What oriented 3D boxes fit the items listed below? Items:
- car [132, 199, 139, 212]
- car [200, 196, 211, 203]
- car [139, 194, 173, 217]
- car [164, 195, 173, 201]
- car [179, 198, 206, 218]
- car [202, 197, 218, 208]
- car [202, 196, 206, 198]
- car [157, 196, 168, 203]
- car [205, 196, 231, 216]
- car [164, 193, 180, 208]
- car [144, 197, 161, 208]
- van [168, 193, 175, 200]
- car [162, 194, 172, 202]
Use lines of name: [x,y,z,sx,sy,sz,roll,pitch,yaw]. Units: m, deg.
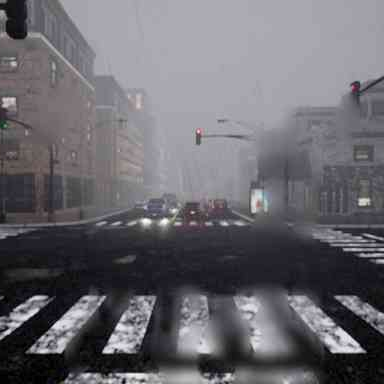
car: [-5.754,1.507,37.807,2.008,1.369,4.403,0,0,0]
car: [2.581,1.496,66.316,2.008,1.369,4.403,-1,0,0]
car: [-3.146,1.314,30.110,2.097,1.767,4.553,0,0,0]
car: [-5.827,1.473,83.209,1.752,1.417,4.829,-1,0,0]
car: [0.056,1.488,29.173,1.812,1.442,4.674,0,0,0]
car: [2.608,1.501,49.226,2.008,1.369,4.403,0,0,0]
car: [2.617,1.535,43.529,1.802,1.307,4.206,0,0,0]
car: [-5.800,1.471,66.120,1.752,1.417,4.829,0,0,0]
car: [2.634,1.400,32.135,1.967,1.590,4.097,0,0,0]
car: [-3.165,1.173,46.244,2.150,2.045,5.566,0,0,0]
car: [-5.772,1.501,49.201,2.008,1.369,4.403,0,0,0]
van: [-5.847,1.294,94.773,1.690,1.788,3.998,-1,0,0]
car: [-5.819,1.386,77.683,1.967,1.590,4.097,0,0,0]
